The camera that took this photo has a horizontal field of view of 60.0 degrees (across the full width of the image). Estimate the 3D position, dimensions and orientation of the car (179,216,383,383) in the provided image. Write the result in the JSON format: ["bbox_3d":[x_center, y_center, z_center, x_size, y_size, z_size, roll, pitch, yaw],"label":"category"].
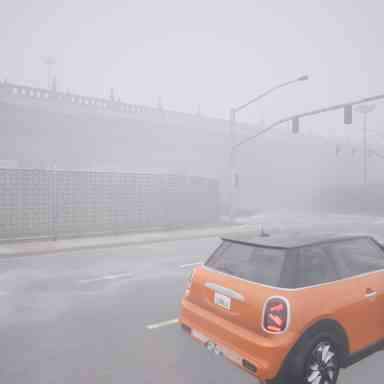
[{"bbox_3d":[2.115,1.352,5.295,4.553,1.767,2.097,0,0,-35],"label":"car"}]

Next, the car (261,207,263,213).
[{"bbox_3d":[4.996,1.603,35.174,2.033,1.411,5.357,0,0,-35],"label":"car"}]

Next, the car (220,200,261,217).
[{"bbox_3d":[3.691,1.559,30.978,1.837,1.490,4.892,0,0,-36],"label":"car"}]
